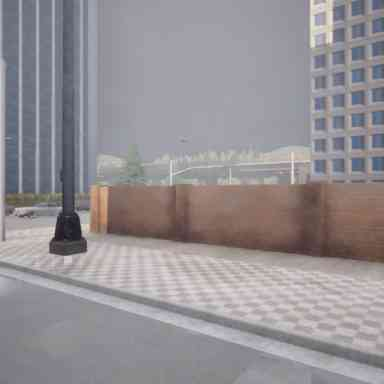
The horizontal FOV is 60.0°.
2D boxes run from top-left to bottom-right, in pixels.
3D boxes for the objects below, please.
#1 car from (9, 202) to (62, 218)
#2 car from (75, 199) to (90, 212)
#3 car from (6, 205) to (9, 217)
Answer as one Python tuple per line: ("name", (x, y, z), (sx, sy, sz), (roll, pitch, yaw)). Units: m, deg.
("car", (-13.404, 1.601, 29.944), (1.895, 1.301, 4.718), (0, 0, 35))
("car", (-12.396, 1.547, 37.480), (2.033, 1.411, 5.357), (0, 0, 35))
("car", (-18.207, 1.547, 29.251), (2.033, 1.411, 5.357), (0, 0, 32))
